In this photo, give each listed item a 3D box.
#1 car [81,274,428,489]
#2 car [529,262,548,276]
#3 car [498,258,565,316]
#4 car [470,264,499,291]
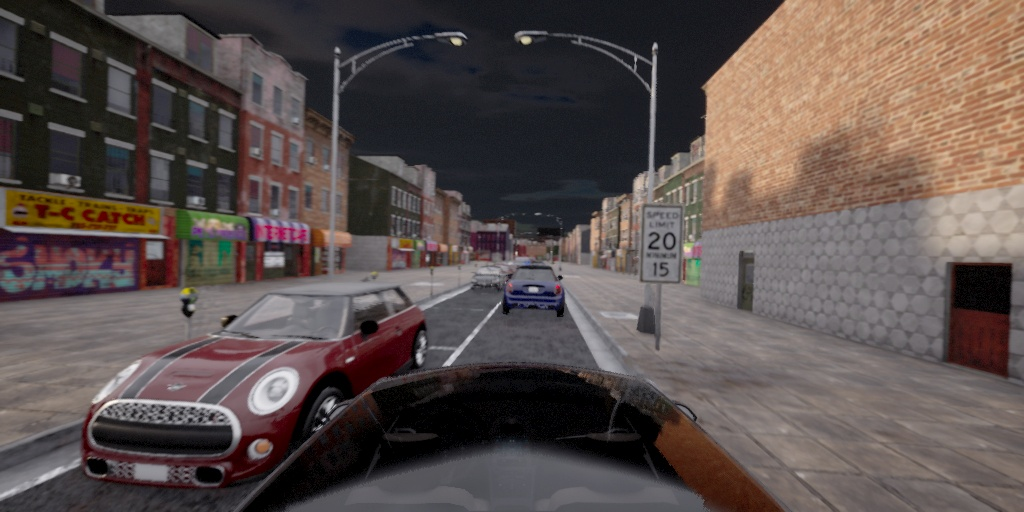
[{"bbox_3d":[-2.574,1.105,4.690,1.967,1.591,4.097,0,0,4],"label":"car"},{"bbox_3d":[3.010,1.392,40.839,1.994,1.385,4.181,2,0,4],"label":"car"},{"bbox_3d":[0.880,1.122,13.776,2.097,1.767,4.553,2,0,5],"label":"car"},{"bbox_3d":[-1.307,1.247,20.942,2.007,1.370,4.403,0,0,4],"label":"car"}]
